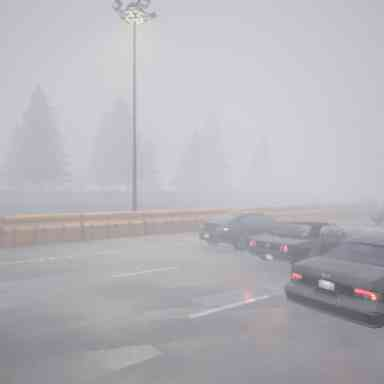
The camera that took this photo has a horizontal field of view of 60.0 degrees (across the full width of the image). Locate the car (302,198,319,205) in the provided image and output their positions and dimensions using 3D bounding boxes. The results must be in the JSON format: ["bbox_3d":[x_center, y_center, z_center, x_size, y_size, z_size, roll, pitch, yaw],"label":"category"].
[{"bbox_3d":[17.910,1.591,49.111,4.181,1.385,1.994,0,0,-44],"label":"car"}]

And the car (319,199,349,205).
[{"bbox_3d":[19.904,1.627,46.153,4.718,1.301,1.895,0,0,-44],"label":"car"}]

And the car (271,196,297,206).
[{"bbox_3d":[13.931,1.378,50.130,4.553,1.767,2.097,0,0,-43],"label":"car"}]

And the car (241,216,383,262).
[{"bbox_3d":[4.075,1.607,10.994,4.718,1.301,1.895,0,0,-35],"label":"car"}]

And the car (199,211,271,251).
[{"bbox_3d":[2.461,1.533,14.137,4.674,1.442,1.812,1,-1,-35],"label":"car"}]

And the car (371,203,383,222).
[{"bbox_3d":[14.188,1.616,22.668,4.718,1.301,1.895,0,0,-37],"label":"car"}]

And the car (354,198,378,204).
[{"bbox_3d":[23.310,1.505,44.608,5.008,1.535,1.882,1,0,-44],"label":"car"}]

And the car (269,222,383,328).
[{"bbox_3d":[4.236,1.552,6.832,5.357,1.411,2.033,0,0,-35],"label":"car"}]
